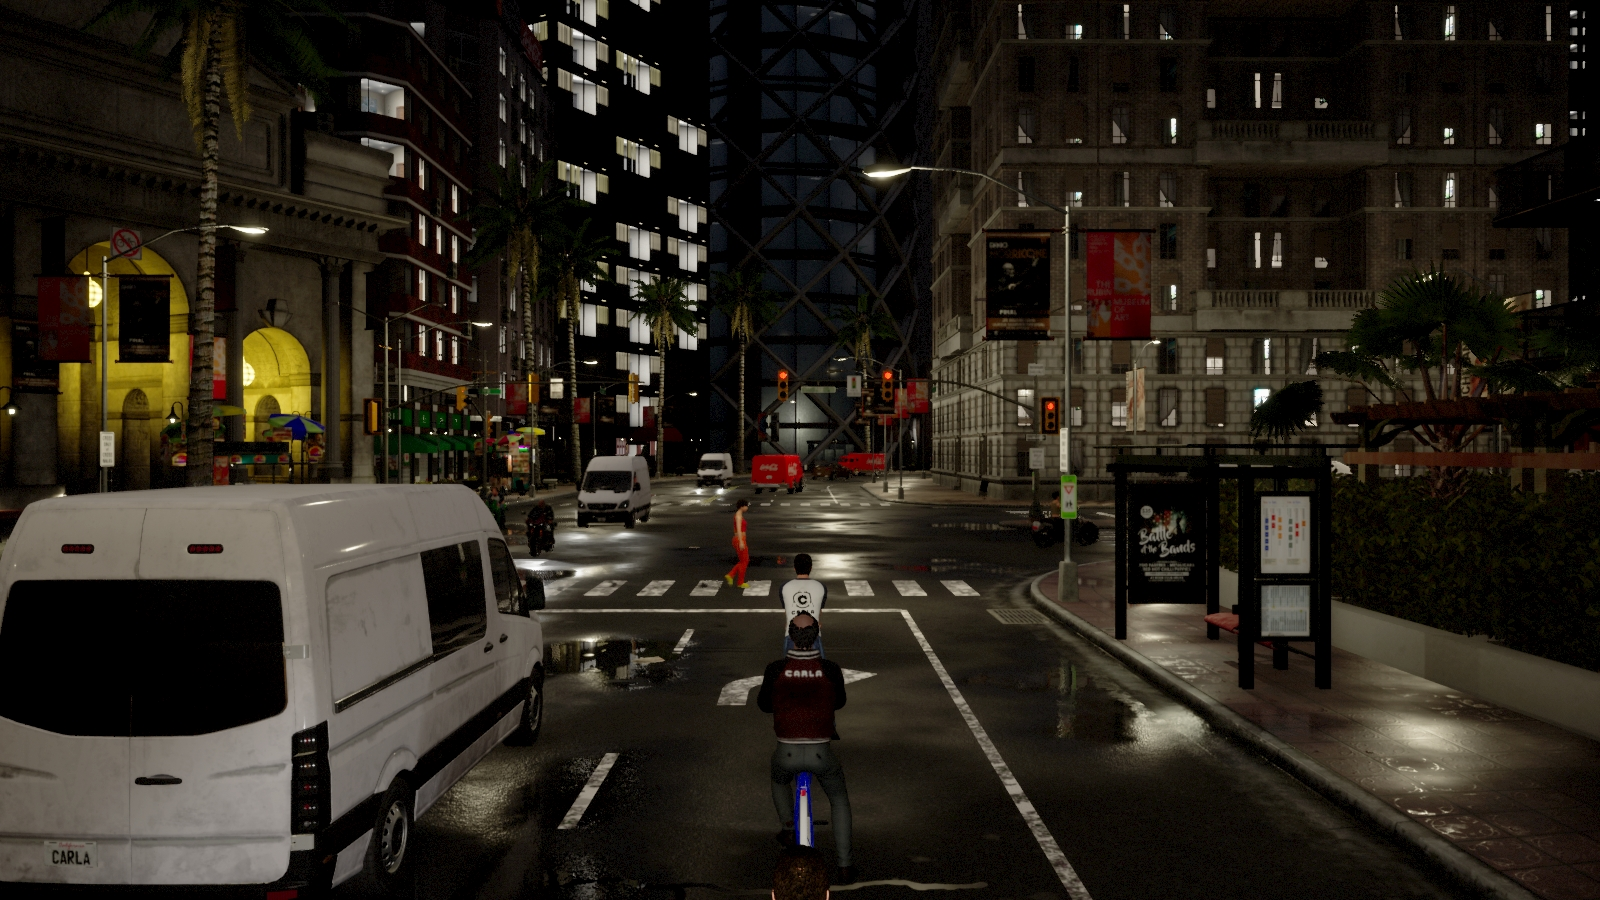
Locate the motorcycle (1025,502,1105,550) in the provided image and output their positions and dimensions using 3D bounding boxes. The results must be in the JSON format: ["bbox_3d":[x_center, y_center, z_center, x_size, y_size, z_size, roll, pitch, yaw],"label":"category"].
[{"bbox_3d":[7.619,2.170,32.834,2.356,1.277,0.764,0,0,-30],"label":"motorcycle"}]

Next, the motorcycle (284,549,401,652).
[{"bbox_3d":[-6.807,2.205,17.143,0.867,1.251,2.209,0,0,0],"label":"motorcycle"}]

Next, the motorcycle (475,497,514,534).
[{"bbox_3d":[-10.398,2.213,38.956,0.803,1.145,2.033,0,0,0],"label":"motorcycle"}]

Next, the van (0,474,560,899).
[{"bbox_3d":[-3.525,1.534,8.973,1.988,2.561,5.915,0,0,0],"label":"van"}]

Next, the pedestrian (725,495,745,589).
[{"bbox_3d":[-1.312,1.849,23.010,0.375,1.860,0.375,0,0,-9],"label":"pedestrian"}]

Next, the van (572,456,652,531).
[{"bbox_3d":[-6.875,1.534,42.482,1.988,2.561,5.915,0,0,0],"label":"van"}]

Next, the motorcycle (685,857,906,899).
[{"bbox_3d":[-0.018,2.213,3.585,0.803,1.145,2.033,0,0,0],"label":"motorcycle"}]

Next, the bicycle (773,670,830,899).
[{"bbox_3d":[0.008,2.210,7.501,0.329,1.171,1.835,0,0,0],"label":"bicycle"}]

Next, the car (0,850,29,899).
[{"bbox_3d":[-3.487,2.120,2.971,1.481,1.376,2.207,0,0,0],"label":"car"}]
